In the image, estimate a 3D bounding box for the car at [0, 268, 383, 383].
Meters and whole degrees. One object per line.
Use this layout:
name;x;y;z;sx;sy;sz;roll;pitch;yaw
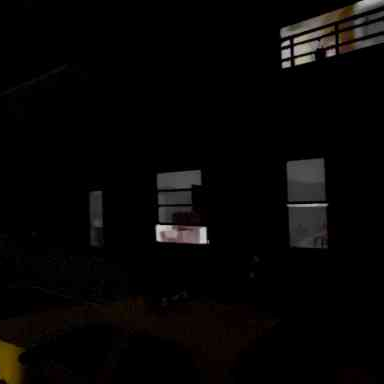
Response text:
car;-0.393;1.547;3.027;4.829;1.417;1.752;-1;-2;36
